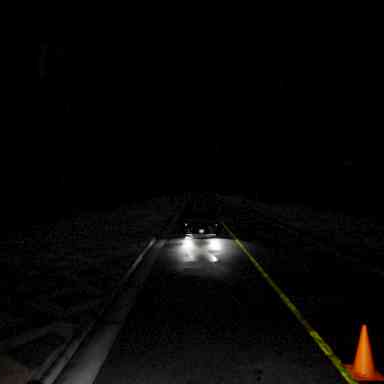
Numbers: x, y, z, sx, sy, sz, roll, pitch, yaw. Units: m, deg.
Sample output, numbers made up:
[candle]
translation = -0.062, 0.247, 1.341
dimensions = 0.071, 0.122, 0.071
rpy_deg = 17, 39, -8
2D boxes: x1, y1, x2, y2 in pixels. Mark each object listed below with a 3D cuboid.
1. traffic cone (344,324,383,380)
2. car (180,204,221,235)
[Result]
[traffic cone]
translation = 2.095, 1.906, 4.048
dimensions = 0.340, 0.580, 0.340
rpy_deg = 0, 1, 0
[car]
translation = 0.429, 1.324, 17.411
dimensions = 2.033, 1.411, 5.357
rpy_deg = 0, 1, 0
